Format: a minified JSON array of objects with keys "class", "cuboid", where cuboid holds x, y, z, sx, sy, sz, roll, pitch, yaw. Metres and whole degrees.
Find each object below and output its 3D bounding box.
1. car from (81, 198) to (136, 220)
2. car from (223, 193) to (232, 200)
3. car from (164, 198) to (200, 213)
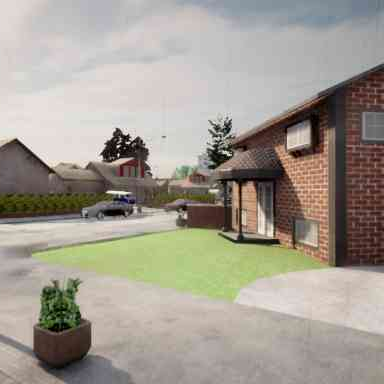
[{"class":"car","cuboid":[-7.117,1.499,28.261,2.128,1.511,4.902,0,0,36]},{"class":"car","cuboid":[9.441,0.999,78.424,3.866,1.878,1.905,0,0,-19]},{"class":"car","cuboid":[-0.999,1.485,36.796,1.882,1.535,5.008,0,0,36]}]
